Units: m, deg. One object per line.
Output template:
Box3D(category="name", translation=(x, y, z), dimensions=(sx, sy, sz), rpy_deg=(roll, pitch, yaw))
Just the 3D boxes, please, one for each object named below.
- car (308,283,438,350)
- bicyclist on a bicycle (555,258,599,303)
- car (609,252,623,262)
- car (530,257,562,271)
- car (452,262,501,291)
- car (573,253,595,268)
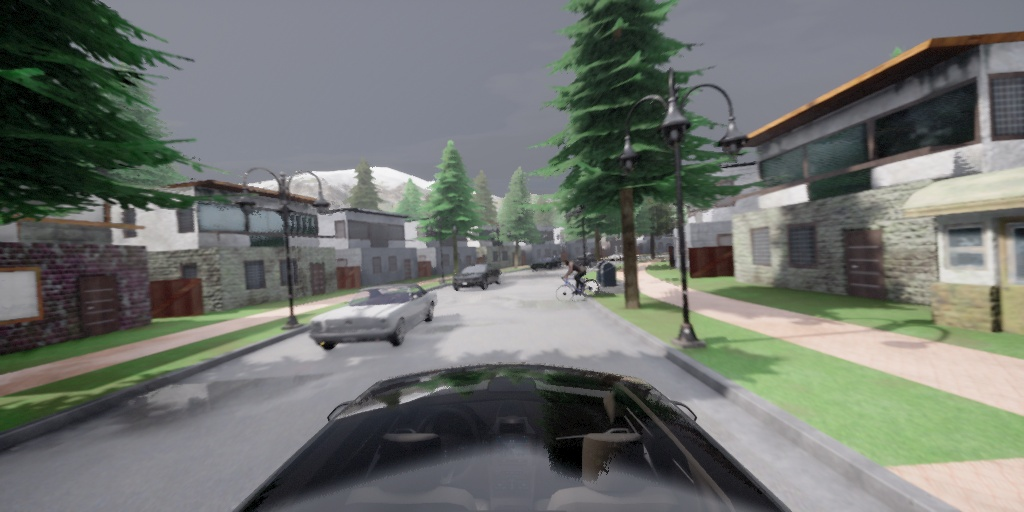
Box3D(category="car", translation=(-3.455, 1.481, 9.890), dimensions=(1.895, 1.301, 4.718), rpy_deg=(-3, 0, 1))
Box3D(category="bicyclist on a bicycle", translation=(2.343, 0.871, 13.453), dimensions=(1.656, 1.620, 0.582), rpy_deg=(-13, 0, 4))
Box3D(category="car", translation=(14.938, 0.071, 48.155), dimensions=(1.895, 1.301, 4.718), rpy_deg=(-3, 1, 43))
Box3D(category="car", translation=(3.618, 0.830, 37.952), dimensions=(1.895, 1.301, 4.718), rpy_deg=(-3, 1, 28))
Box3D(category="car", translation=(-2.059, 1.176, 21.968), dimensions=(1.882, 1.535, 5.008), rpy_deg=(-3, 1, 12))
Box3D(category="car", translation=(8.151, 0.459, 38.575), dimensions=(1.837, 1.490, 4.892), rpy_deg=(-3, 1, 31))
